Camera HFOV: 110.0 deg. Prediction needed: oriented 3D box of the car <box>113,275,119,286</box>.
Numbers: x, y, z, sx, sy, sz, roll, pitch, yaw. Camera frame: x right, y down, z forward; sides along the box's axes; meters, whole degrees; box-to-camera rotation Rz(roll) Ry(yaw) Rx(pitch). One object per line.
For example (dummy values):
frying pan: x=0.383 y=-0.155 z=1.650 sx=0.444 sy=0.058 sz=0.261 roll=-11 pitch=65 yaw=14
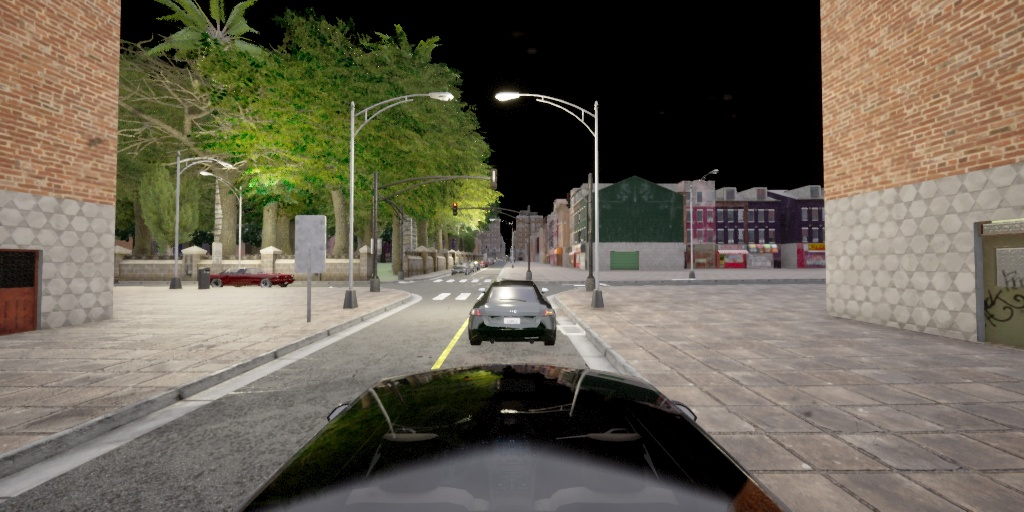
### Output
car: x=-26.993 y=1.298 z=22.015 sx=4.181 sy=1.385 sz=1.994 roll=0 pitch=-1 yaw=-1

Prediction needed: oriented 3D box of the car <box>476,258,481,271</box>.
car: x=-5.471 y=1.344 z=45.592 sx=2.007 sy=1.370 sz=4.403 roll=0 pitch=0 yaw=0

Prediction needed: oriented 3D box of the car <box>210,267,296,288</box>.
car: x=-16.094 y=1.341 z=22.052 sx=4.718 sy=1.301 sz=1.895 roll=0 pitch=-1 yaw=0

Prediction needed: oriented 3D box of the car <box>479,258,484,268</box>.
car: x=-5.504 y=1.370 z=51.042 sx=1.948 sy=1.339 sz=4.313 roll=0 pitch=0 yaw=0

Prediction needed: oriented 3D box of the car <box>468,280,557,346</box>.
car: x=0.035 y=1.317 z=9.448 sx=1.994 sy=1.385 sz=4.181 roll=0 pitch=0 yaw=1

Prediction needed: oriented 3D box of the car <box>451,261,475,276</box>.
car: x=-5.455 y=1.332 z=38.456 sx=2.007 sy=1.370 sz=4.403 roll=0 pitch=0 yaw=0

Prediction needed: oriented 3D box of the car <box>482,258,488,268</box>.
car: x=-5.570 y=1.416 z=61.941 sx=1.802 sy=1.307 sz=4.207 roll=0 pitch=0 yaw=0
